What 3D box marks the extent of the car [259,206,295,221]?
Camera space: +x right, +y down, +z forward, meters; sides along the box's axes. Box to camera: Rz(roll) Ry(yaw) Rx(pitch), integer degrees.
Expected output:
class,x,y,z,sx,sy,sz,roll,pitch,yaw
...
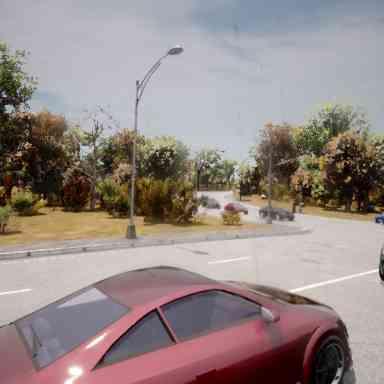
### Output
class,x,y,z,sx,sy,sz,roll,pitch,yaw
car,9.311,2.296,36.708,1.837,1.490,4.892,3,-1,-23

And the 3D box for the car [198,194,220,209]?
class,x,y,z,sx,sy,sz,roll,pitch,yaw
car,3.138,1.751,54.926,2.097,1.767,4.553,3,1,-14

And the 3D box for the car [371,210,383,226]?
class,x,y,z,sx,sy,sz,roll,pitch,yaw
car,19.850,2.572,31.312,1.882,1.535,5.008,3,-2,-28

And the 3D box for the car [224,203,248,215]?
class,x,y,z,sx,sy,sz,roll,pitch,yaw
car,5.962,2.204,45.364,1.812,1.442,4.674,3,0,-19

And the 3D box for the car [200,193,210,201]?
class,x,y,z,sx,sy,sz,roll,pitch,yaw
car,3.063,1.121,78.666,2.128,1.511,4.902,2,2,-1

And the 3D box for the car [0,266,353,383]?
class,x,y,z,sx,sy,sz,roll,pitch,yaw
car,-0.075,1.571,3.696,4.181,1.385,1.994,0,0,-36

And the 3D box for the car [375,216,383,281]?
class,x,y,z,sx,sy,sz,roll,pitch,yaw
car,6.943,1.485,8.756,4.553,1.767,2.097,2,-1,-36
